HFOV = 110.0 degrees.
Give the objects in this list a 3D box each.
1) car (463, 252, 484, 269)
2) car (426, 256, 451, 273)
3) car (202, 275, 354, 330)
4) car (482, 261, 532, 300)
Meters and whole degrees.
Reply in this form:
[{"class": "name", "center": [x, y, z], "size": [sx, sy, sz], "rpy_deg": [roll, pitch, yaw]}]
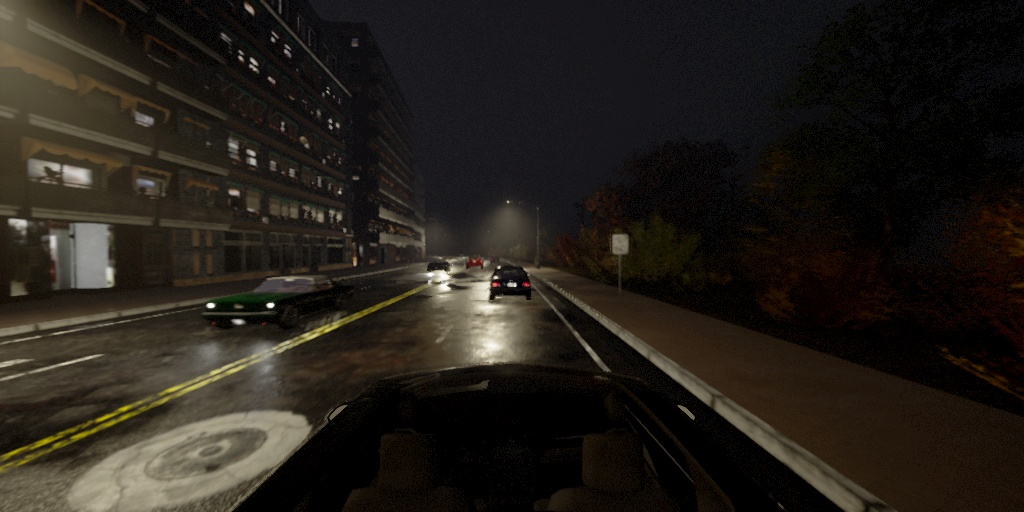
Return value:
[{"class": "car", "center": [-4.688, 0.684, 45.889], "size": [2.097, 1.767, 4.553], "rpy_deg": [0, 0, -3]}, {"class": "car", "center": [-7.500, 0.990, 37.014], "size": [1.994, 1.385, 4.181], "rpy_deg": [0, 0, -3]}, {"class": "car", "center": [-6.687, 1.275, 10.935], "size": [1.895, 1.301, 4.718], "rpy_deg": [0, 1, -1]}, {"class": "car", "center": [-0.105, 1.156, 16.707], "size": [2.033, 1.411, 5.357], "rpy_deg": [0, 1, -1]}]
